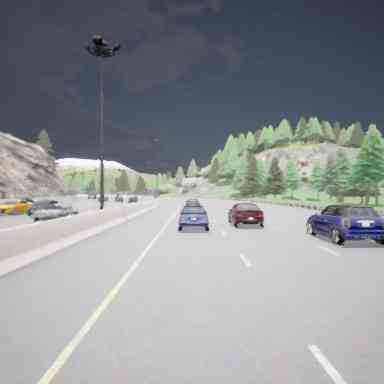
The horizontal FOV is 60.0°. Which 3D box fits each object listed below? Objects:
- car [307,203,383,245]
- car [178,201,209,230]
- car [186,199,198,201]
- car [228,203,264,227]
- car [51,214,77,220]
[{"bbox_3d":[7.098,1.352,15.688,2.097,1.767,4.553,0,0,0],"label":"car"},{"bbox_3d":[0.099,1.548,21.049,2.033,1.411,5.357,0,0,0],"label":"car"},{"bbox_3d":[0.093,1.564,42.485,1.994,1.385,4.181,0,0,0],"label":"car"},{"bbox_3d":[3.598,1.478,22.798,1.882,1.535,5.008,0,0,0],"label":"car"},{"bbox_3d":[-10.600,1.602,26.106,1.895,1.301,4.718,0,0,0],"label":"car"}]
